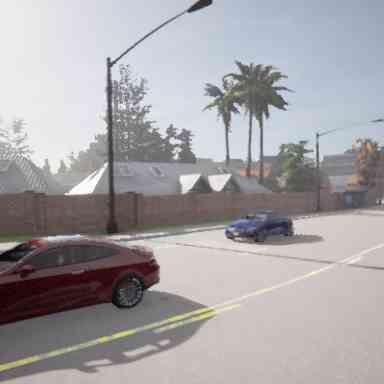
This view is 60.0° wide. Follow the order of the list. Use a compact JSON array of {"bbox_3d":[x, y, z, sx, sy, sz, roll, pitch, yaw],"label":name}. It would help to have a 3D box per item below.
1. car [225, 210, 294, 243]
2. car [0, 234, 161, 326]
[{"bbox_3d":[3.648,1.702,17.278,1.812,1.442,4.674,-1,-1,44],"label":"car"},{"bbox_3d":[-2.794,1.607,6.455,4.674,1.442,1.812,0,-1,-39],"label":"car"}]
